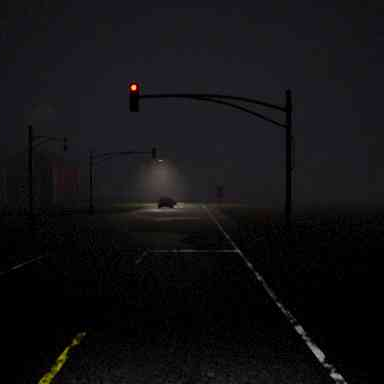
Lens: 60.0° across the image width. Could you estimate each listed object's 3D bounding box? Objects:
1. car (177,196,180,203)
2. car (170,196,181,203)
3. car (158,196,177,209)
[{"bbox_3d":[-3.484,1.459,55.088,1.812,1.442,4.674,0,0,1],"label":"car"},{"bbox_3d":[-3.387,1.507,68.472,1.895,1.301,4.718,0,0,0],"label":"car"},{"bbox_3d":[-3.511,1.428,45.226,1.882,1.535,5.008,0,0,0],"label":"car"}]
